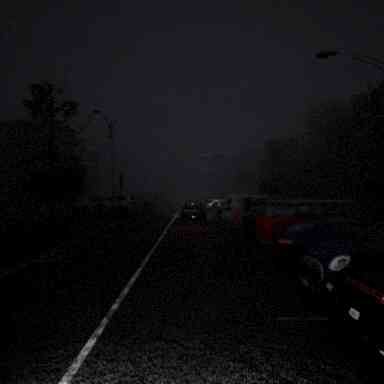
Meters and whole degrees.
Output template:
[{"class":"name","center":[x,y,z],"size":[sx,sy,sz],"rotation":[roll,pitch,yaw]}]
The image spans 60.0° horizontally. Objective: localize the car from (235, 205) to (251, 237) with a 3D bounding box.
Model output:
[{"class":"car","center":[4.671,1.493,15.515],"size":[4.792,1.488,2.163],"rotation":[0,0,0]}]

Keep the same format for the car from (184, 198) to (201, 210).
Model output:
[{"class":"car","center":[0.080,1.503,42.941],"size":[2.033,1.411,5.357],"rotation":[0,0,0]}]

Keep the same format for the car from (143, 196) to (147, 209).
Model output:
[{"class":"car","center":[-7.695,1.483,36.277],"size":[4.674,1.452,2.002],"rotation":[0,0,0]}]

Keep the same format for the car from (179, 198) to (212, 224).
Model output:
[{"class":"car","center":[0.088,1.466,24.711],"size":[2.128,1.511,4.902],"rotation":[0,0,0]}]

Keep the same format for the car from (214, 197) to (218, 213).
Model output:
[{"class":"car","center":[4.605,1.479,29.483],"size":[4.792,1.488,2.163],"rotation":[0,0,0]}]

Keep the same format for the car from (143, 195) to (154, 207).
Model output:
[{"class":"car","center":[-7.729,1.466,42.279],"size":[4.792,1.488,2.163],"rotation":[0,0,0]}]

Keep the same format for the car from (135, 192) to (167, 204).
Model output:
[{"class":"car","center":[-7.681,1.089,62.745],"size":[5.566,2.045,2.435],"rotation":[0,1,0]}]

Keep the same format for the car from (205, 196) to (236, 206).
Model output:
[{"class":"car","center":[4.630,1.425,54.622],"size":[4.892,1.521,2.231],"rotation":[0,0,0]}]

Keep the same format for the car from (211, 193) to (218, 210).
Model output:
[{"class":"car","center":[4.664,1.318,35.193],"size":[4.553,1.767,2.185],"rotation":[0,0,0]}]

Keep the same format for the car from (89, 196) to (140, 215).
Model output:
[{"class":"car","center":[-7.665,1.320,33.338],"size":[4.553,1.767,2.185],"rotation":[0,0,0]}]

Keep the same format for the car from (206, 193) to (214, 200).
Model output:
[{"class":"car","center":[4.602,1.187,40.655],"size":[5.566,2.045,2.435],"rotation":[0,0,0]}]

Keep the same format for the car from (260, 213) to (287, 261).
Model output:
[{"class":"car","center":[4.643,1.510,9.926],"size":[4.674,1.452,2.002],"rotation":[0,0,0]}]

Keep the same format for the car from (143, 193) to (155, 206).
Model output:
[{"class":"car","center":[-7.733,1.308,45.217],"size":[4.553,1.767,2.185],"rotation":[0,0,0]}]

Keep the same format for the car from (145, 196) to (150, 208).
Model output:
[{"class":"car","center":[-7.696,1.479,39.340],"size":[4.674,1.452,2.002],"rotation":[0,0,0]}]

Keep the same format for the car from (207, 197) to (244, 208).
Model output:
[{"class":"car","center":[4.634,1.433,46.243],"size":[4.892,1.521,2.231],"rotation":[0,0,0]}]

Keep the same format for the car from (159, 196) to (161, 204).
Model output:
[{"class":"car","center":[-7.889,1.424,51.092],"size":[5.366,1.575,1.946],"rotation":[0,0,0]}]

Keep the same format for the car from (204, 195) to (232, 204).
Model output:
[{"class":"car","center":[4.615,1.386,60.224],"size":[4.892,1.521,2.231],"rotation":[0,1,0]}]

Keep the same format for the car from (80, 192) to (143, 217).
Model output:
[{"class":"car","center":[-7.723,1.197,30.525],"size":[5.566,2.045,2.435],"rotation":[0,0,0]}]

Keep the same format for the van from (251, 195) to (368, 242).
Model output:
[{"class":"van","center":[4.760,1.241,12.719],"size":[4.442,1.987,1.878],"rotation":[0,0,0]}]

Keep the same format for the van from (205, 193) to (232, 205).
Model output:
[{"class":"van","center":[4.506,1.189,57.415],"size":[4.442,1.987,1.878],"rotation":[0,1,0]}]

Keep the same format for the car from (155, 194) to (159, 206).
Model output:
[{"class":"car","center":[-7.709,1.431,48.029],"size":[4.892,1.521,2.231],"rotation":[0,0,0]}]

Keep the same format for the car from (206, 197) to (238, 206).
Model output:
[{"class":"car","center":[4.627,1.466,51.831],"size":[4.674,1.452,2.002],"rotation":[0,0,0]}]

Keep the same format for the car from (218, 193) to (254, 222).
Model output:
[{"class":"car","center":[4.667,1.207,21.101],"size":[5.566,2.045,2.435],"rotation":[0,0,0]}]

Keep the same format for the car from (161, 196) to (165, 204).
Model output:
[{"class":"car","center":[-7.521,1.421,54.032],"size":[5.366,1.575,1.946],"rotation":[0,0,0]}]

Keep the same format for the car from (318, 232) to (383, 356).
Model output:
[{"class":"car","center":[4.642,1.475,4.464],"size":[5.008,1.535,2.097],"rotation":[0,0,0]}]

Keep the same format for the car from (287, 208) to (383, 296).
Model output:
[{"class":"car","center":[4.677,1.347,7.133],"size":[4.553,1.767,2.185],"rotation":[0,0,0]}]

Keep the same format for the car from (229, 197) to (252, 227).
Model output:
[{"class":"car","center":[4.610,1.335,18.306],"size":[4.553,1.767,2.185],"rotation":[0,0,0]}]

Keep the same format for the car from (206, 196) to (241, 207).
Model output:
[{"class":"car","center":[4.620,1.430,49.162],"size":[4.892,1.521,2.231],"rotation":[0,0,0]}]
